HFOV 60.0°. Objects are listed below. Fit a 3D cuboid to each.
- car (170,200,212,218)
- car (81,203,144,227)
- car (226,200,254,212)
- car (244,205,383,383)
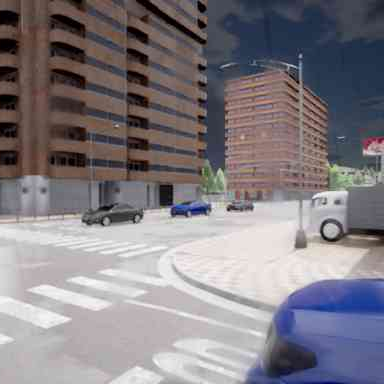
[{"bbox_3d":[-0.045,1.532,31.371,1.882,1.535,5.008,0,0,36],"label":"car"},{"bbox_3d":[-5.523,1.559,23.639,1.837,1.490,4.892,0,0,35],"label":"car"},{"bbox_3d":[5.759,1.618,39.491,1.994,1.385,4.181,0,0,36],"label":"car"},{"bbox_3d":[3.075,1.222,1.789,5.566,2.045,2.150,0,0,35],"label":"car"}]
